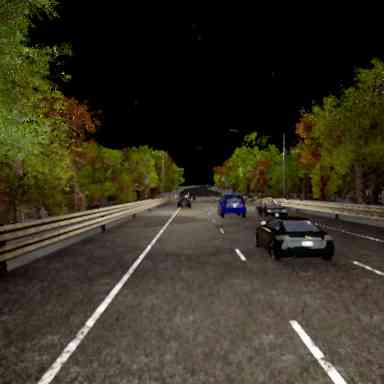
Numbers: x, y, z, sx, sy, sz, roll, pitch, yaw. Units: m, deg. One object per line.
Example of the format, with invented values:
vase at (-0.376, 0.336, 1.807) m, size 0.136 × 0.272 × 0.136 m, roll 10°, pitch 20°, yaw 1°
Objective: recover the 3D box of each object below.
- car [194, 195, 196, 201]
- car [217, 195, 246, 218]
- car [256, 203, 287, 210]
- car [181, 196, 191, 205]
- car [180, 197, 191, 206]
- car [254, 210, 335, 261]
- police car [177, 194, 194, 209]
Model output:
car at (-0.014, 1.382, 81.435) m, size 1.882 × 1.535 × 5.008 m, roll 0°, pitch 0°, yaw 0°
car at (3.595, 1.255, 30.608) m, size 2.150 × 2.045 × 5.566 m, roll 0°, pitch 0°, yaw 0°
car at (7.095, 1.634, 30.100) m, size 1.895 × 1.301 × 4.718 m, roll 0°, pitch 0°, yaw 0°
car at (-1.061, 1.524, 62.349) m, size 1.801 × 1.575 × 5.366 m, roll 0°, pitch 0°, yaw 0°
car at (-1.059, 1.567, 56.156) m, size 1.837 × 1.490 × 4.892 m, roll 0°, pitch 0°, yaw 0°
car at (3.598, 1.577, 12.355) m, size 1.994 × 1.385 × 4.181 m, roll 0°, pitch 0°, yaw 0°
police car at (-1.058, 1.476, 46.264) m, size 1.930 × 1.638 × 5.238 m, roll 0°, pitch 0°, yaw 0°
